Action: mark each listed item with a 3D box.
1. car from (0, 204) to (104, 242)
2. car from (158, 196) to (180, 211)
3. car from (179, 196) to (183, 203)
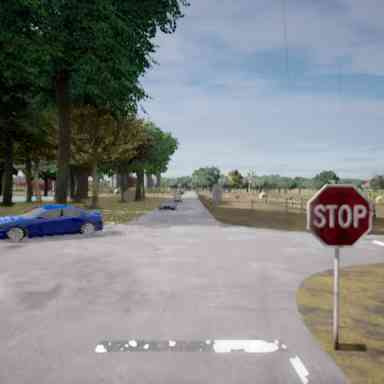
[{"bbox_3d":[-6.703,1.377,15.778,5.008,1.535,1.882,0,4,-39],"label":"car"},{"bbox_3d":[-2.762,1.532,38.696,1.994,1.385,4.181,0,1,0],"label":"car"},{"bbox_3d":[-2.765,1.394,62.471,2.033,1.411,5.357,0,0,0],"label":"car"}]
